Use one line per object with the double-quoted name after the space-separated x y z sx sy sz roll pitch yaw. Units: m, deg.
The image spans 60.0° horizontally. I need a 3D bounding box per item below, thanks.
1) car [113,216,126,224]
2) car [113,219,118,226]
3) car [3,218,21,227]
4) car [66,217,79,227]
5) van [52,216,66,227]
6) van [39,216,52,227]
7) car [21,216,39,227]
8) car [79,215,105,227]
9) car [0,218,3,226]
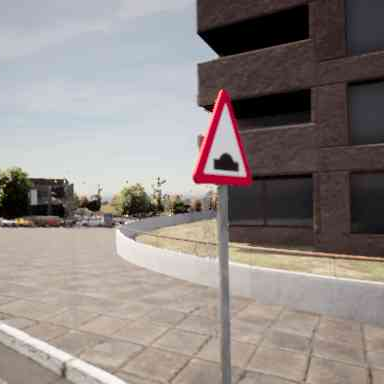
-20.647 8.334 92.665 2.163 1.488 4.792 0 1 10 "car"
-19.472 7.084 73.651 4.674 1.452 2.002 0 -6 6 "car"
-29.905 4.789 51.954 4.674 1.452 2.002 0 -6 6 "car"
-24.674 5.898 62.807 4.892 1.521 2.231 0 -6 6 "car"
-25.868 5.385 60.116 4.442 1.987 1.878 0 -6 6 "van"
-27.173 5.098 57.398 4.442 1.987 1.878 0 -6 6 "van"
-28.781 5.033 54.687 5.366 1.575 1.946 0 -6 6 "car"
-20.794 6.507 70.967 5.566 2.045 2.435 0 -6 6 "car"
-31.195 4.501 49.229 4.674 1.452 2.002 0 -6 5 "car"
